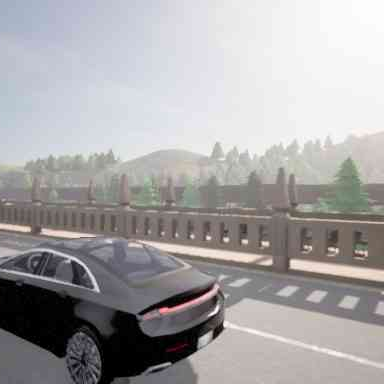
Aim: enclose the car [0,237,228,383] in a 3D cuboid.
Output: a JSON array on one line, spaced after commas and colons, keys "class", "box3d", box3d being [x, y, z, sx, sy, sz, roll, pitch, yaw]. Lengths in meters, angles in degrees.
[{"class": "car", "box3d": [-1.816, 1.471, 5.241, 4.902, 1.511, 2.128, 0, 0, 36]}]
